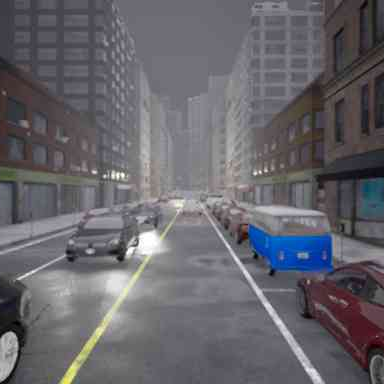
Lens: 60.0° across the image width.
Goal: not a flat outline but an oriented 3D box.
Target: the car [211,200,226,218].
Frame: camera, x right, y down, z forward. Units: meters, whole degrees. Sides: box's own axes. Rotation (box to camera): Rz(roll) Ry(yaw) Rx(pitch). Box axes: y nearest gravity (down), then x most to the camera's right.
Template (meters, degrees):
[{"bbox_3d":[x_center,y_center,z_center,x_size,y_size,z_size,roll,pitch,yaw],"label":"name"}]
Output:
[{"bbox_3d":[2.763,1.596,26.785,1.802,1.307,4.206,0,0,0],"label":"car"}]

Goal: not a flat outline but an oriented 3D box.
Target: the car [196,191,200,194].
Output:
[{"bbox_3d":[2.763,1.156,76.758,2.192,1.841,5.009,0,0,0],"label":"car"}]

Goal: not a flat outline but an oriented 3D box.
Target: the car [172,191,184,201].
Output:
[{"bbox_3d":[-3.004,1.120,74.467,1.882,1.535,5.008,0,0,0],"label":"car"}]

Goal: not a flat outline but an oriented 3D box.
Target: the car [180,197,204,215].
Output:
[{"bbox_3d":[0.001,1.524,33.306,1.812,1.442,4.674,0,0,0],"label":"car"}]

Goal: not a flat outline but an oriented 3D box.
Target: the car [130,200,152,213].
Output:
[{"bbox_3d":[-5.763,1.566,37.897,1.802,1.307,4.206,0,0,0],"label":"car"}]

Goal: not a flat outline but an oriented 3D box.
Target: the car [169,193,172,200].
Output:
[{"bbox_3d":[-5.763,1.450,71.212,1.802,1.307,4.206,0,0,0],"label":"car"}]

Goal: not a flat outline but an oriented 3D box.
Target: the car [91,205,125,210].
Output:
[{"bbox_3d":[-5.765,1.602,21.238,1.802,1.307,4.206,0,0,0],"label":"car"}]

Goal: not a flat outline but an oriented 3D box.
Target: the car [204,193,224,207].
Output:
[{"bbox_3d":[3.104,1.183,44.759,2.150,2.045,5.566,0,0,0],"label":"car"}]

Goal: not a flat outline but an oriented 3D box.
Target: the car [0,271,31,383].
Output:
[{"bbox_3d":[-3.094,1.508,2.491,1.837,1.490,4.892,0,0,2],"label":"car"}]

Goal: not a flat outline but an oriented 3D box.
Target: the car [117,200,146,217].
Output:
[{"bbox_3d":[-5.763,1.552,32.344,2.008,1.369,4.403,0,0,0],"label":"car"}]

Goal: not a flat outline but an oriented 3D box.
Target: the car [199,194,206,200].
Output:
[{"bbox_3d":[2.762,1.298,88.034,1.752,1.417,4.829,0,0,0],"label":"car"}]

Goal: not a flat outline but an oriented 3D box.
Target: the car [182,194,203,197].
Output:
[{"bbox_3d":[0.032,1.450,46.492,2.128,1.511,4.902,0,0,1],"label":"car"}]

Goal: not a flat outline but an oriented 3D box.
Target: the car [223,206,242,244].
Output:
[{"bbox_3d":[2.760,1.562,15.678,1.887,1.381,4.507,0,0,0],"label":"car"}]

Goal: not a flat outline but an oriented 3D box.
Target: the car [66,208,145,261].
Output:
[{"bbox_3d":[-3.093,1.540,12.405,1.812,1.442,4.674,0,0,0],"label":"car"}]

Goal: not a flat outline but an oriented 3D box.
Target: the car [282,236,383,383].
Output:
[{"bbox_3d":[2.761,1.587,4.575,1.802,1.307,4.206,0,0,0],"label":"car"}]

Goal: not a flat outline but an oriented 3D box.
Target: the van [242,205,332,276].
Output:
[{"bbox_3d":[2.760,1.352,10.128,1.690,1.788,3.998,0,0,0],"label":"van"}]

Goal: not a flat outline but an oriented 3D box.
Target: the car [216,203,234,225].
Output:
[{"bbox_3d":[2.762,1.601,21.234,1.802,1.307,4.206,0,0,0],"label":"car"}]

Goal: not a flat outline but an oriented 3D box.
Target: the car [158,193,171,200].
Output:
[{"bbox_3d":[-5.764,1.439,65.661,1.887,1.381,4.507,0,0,0],"label":"car"}]

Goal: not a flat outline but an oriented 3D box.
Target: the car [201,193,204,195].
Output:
[{"bbox_3d":[2.762,1.460,65.653,1.947,1.339,4.313,0,0,0],"label":"car"}]

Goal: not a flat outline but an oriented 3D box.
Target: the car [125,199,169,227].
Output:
[{"bbox_3d":[-3.051,1.510,22.795,2.128,1.511,4.902,0,0,1],"label":"car"}]

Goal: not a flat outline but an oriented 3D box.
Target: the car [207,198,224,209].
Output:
[{"bbox_3d":[2.762,1.583,32.341,1.802,1.307,4.206,0,0,0],"label":"car"}]
